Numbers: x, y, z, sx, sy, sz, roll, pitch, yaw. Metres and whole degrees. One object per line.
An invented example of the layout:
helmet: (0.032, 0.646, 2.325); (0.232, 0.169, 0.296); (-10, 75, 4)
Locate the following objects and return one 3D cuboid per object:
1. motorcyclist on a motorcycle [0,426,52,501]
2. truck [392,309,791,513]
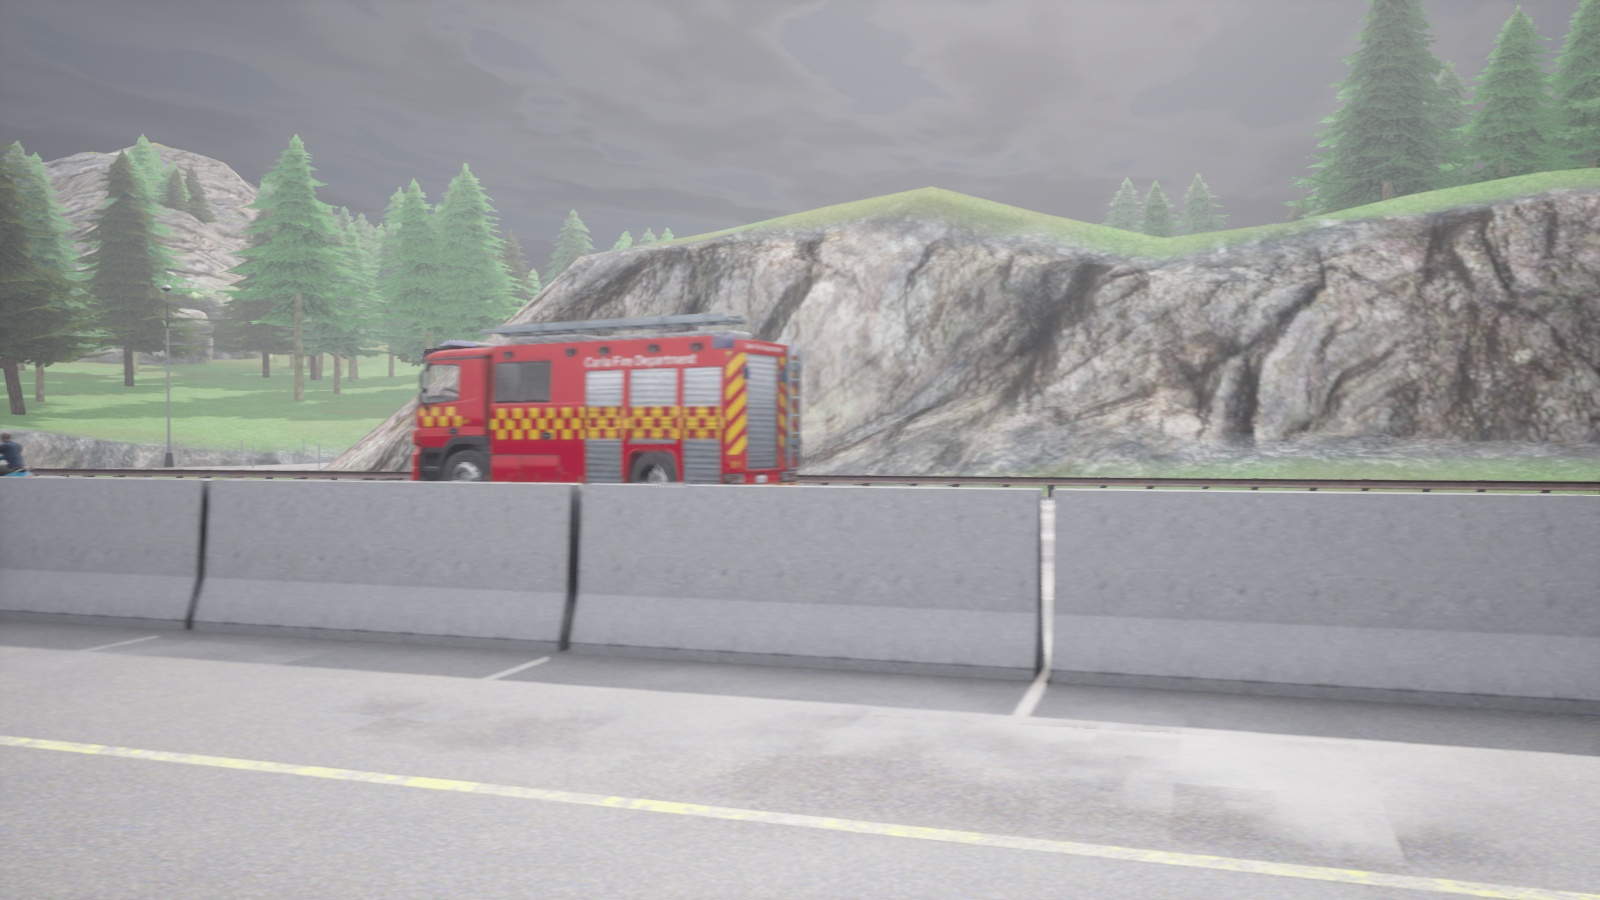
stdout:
motorcyclist on a motorcycle: (-17.463, 0.273, 27.530); (1.817, 1.590, 0.866); (1, 1, 19)
truck: (-4.587, -0.785, 26.842); (8.468, 3.827, 2.891); (1, 1, 30)
